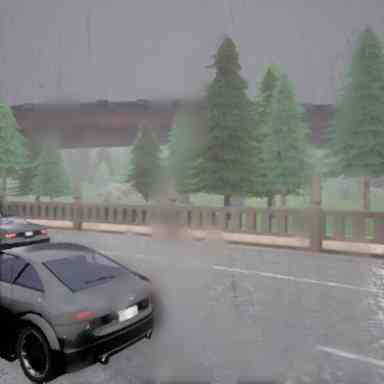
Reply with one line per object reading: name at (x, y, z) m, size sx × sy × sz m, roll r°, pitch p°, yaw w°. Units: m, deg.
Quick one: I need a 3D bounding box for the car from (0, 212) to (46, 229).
car at (-7.788, 1.472, 12.568) m, size 5.357 × 1.411 × 2.033 m, roll 0°, pitch 0°, yaw 28°

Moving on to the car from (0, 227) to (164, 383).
car at (-2.516, 1.531, 5.382) m, size 4.181 × 1.385 × 1.994 m, roll 0°, pitch 0°, yaw 32°
